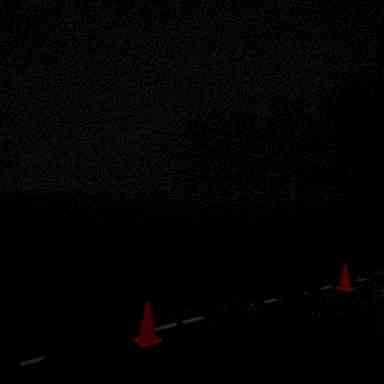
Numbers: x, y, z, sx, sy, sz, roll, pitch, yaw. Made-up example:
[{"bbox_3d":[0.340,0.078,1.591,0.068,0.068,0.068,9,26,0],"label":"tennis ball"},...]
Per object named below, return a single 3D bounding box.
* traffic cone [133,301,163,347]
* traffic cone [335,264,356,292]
[{"bbox_3d":[-0.668,1.955,5.029,0.340,0.580,0.340,0,0,-34],"label":"traffic cone"},{"bbox_3d":[3.604,1.988,7.817,0.340,0.580,0.340,1,0,-32],"label":"traffic cone"}]
